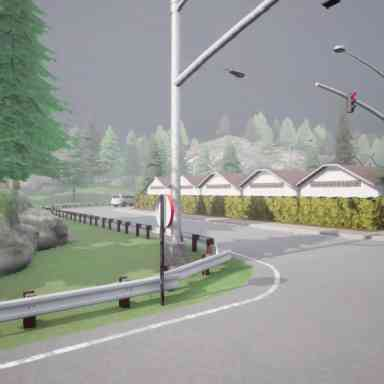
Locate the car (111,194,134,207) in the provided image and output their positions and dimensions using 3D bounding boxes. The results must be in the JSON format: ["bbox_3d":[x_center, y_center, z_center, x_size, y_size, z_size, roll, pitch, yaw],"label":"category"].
[{"bbox_3d":[-10.501,1.398,53.881,2.150,2.045,5.566,0,0,36],"label":"car"}]
